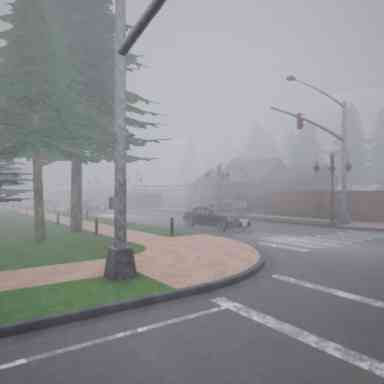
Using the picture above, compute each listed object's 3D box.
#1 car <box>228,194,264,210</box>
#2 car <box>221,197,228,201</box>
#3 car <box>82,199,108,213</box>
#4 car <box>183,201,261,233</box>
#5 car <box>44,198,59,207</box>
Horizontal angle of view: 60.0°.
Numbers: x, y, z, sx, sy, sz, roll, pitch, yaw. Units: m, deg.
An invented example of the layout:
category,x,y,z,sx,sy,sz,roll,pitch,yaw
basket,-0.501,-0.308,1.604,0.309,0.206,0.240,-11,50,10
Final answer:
category,x,y,z,sx,sy,sz,roll,pitch,yaw
car,6.358,1.167,34.904,4.605,1.855,1.932,0,0,-37
car,4.536,1.169,36.679,3.866,1.878,1.905,0,0,-37
car,-10.729,1.481,36.109,2.128,1.511,4.902,0,0,-37
car,1.384,1.481,20.005,2.128,1.511,4.902,0,0,-37
car,-21.536,1.598,49.754,1.895,1.301,4.718,0,0,-43
